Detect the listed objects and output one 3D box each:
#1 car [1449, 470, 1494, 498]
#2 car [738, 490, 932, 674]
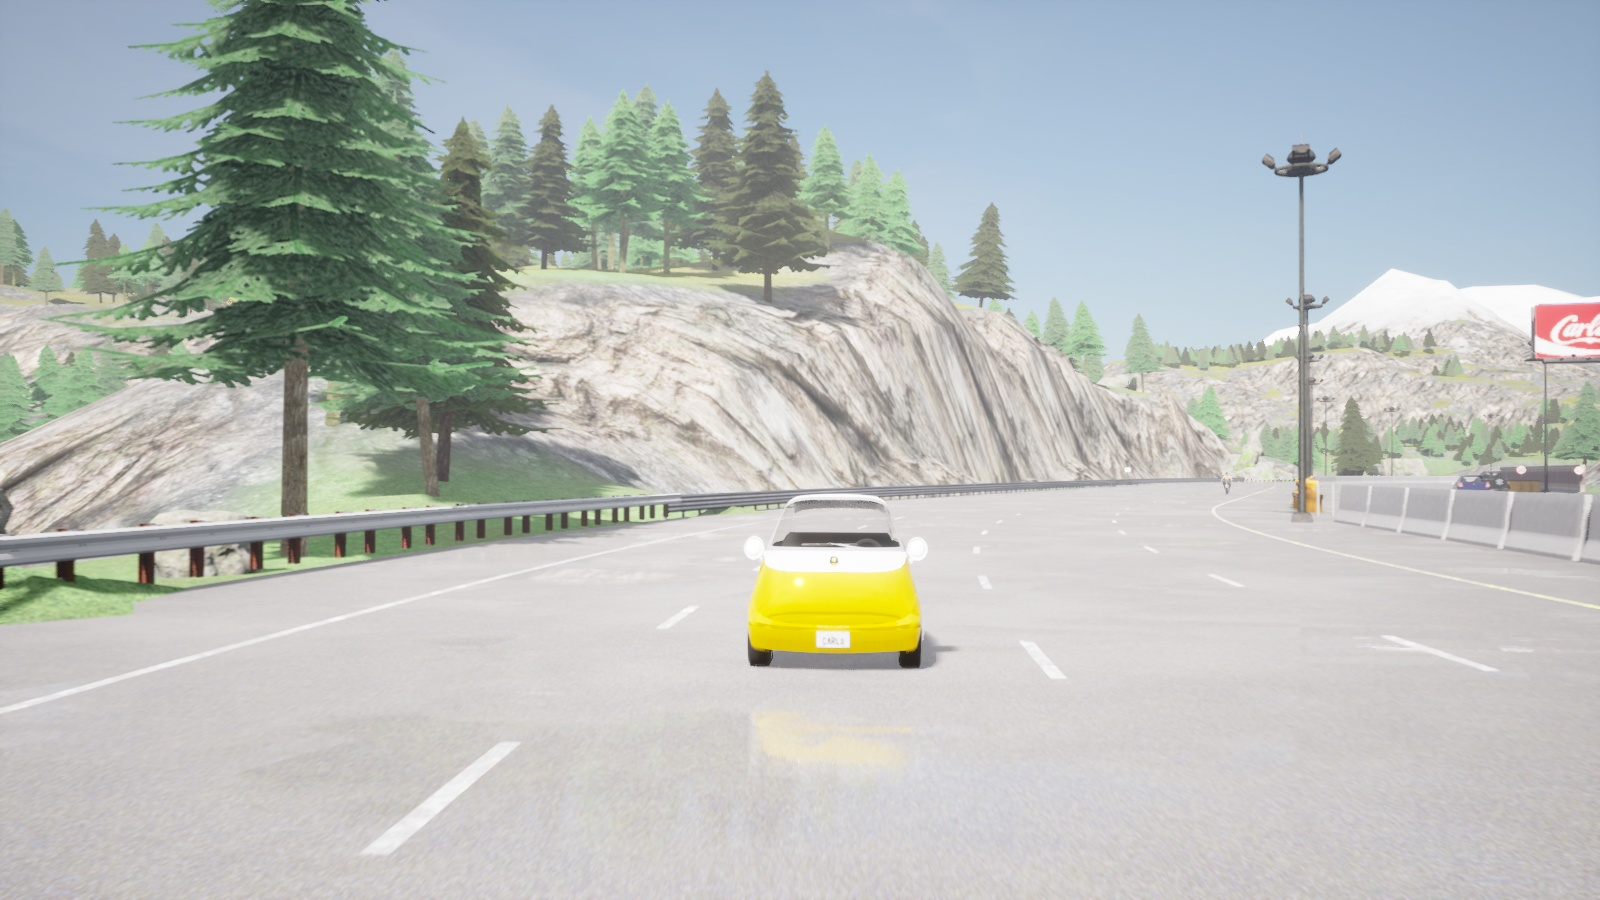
[{"bbox_3d":[37.478,1.856,70.176,1.845,1.501,3.633,-1,-1,23],"label":"car"},{"bbox_3d":[0.329,1.048,10.722,1.481,1.376,2.207,0,-1,4],"label":"car"}]
